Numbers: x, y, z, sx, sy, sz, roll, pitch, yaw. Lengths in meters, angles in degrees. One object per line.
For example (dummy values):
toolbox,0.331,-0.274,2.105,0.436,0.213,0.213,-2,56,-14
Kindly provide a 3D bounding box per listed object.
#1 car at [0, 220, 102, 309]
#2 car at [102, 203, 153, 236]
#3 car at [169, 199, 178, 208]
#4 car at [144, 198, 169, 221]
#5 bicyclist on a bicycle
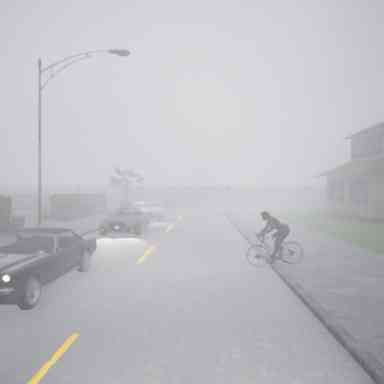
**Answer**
car,-3.890,1.586,7.960,1.895,1.301,4.718,0,0,2
car,-3.556,1.531,18.027,1.994,1.385,4.181,0,0,2
car,-4.369,1.517,45.919,4.718,1.301,1.895,0,0,33
car,-3.198,1.478,26.825,1.812,1.442,4.674,0,0,2
bicyclist on a bicycle,2.350,1.362,9.642,1.656,1.620,0.582,-6,0,2
